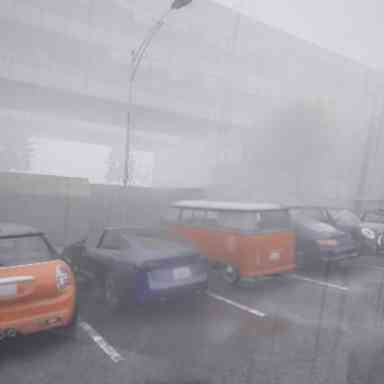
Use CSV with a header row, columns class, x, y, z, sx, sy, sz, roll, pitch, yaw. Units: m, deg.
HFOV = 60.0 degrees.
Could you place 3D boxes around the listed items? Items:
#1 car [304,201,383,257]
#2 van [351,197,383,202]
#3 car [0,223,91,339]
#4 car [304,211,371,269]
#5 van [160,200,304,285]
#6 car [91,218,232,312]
class,x,y,z,sx,sy,sz,roll,pitch,yaw
car,5.293,1.346,12.777,2.185,1.767,4.553,0,0,-35
van,9.929,1.242,15.902,1.878,1.987,4.442,0,0,-35
car,-3.768,1.354,6.240,2.185,1.767,4.553,0,0,-35
car,3.039,1.514,11.130,2.002,1.452,4.674,0,0,-35
van,0.695,1.250,9.605,1.878,1.987,4.442,0,0,-35
car,-1.530,1.507,7.909,2.163,1.488,4.792,0,0,-35
